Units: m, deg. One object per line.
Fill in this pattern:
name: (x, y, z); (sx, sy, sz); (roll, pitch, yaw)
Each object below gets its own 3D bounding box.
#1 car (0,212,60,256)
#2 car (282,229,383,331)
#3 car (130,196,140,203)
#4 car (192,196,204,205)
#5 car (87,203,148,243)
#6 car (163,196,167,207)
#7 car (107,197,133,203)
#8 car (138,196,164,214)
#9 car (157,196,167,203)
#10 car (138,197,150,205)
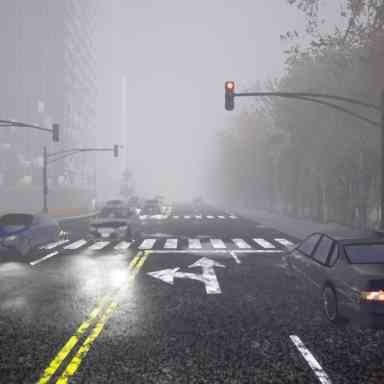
car: (-6.788, 1.537, 13.188); (1.812, 1.442, 4.674); (0, 0, -1)
car: (3.312, 1.506, 6.998); (2.033, 1.411, 5.357); (-2, -2, 3)
car: (-8.062, 1.368, 46.570); (2.097, 1.767, 4.553); (0, 0, -3)
car: (1.008, 1.462, 60.483); (2.128, 1.511, 4.902); (-5, 1, -4)
car: (-3.606, 1.506, 16.077); (2.128, 1.511, 4.902); (0, 0, -2)
car: (-5.184, 1.372, 52.975); (2.097, 1.767, 4.553); (0, 0, -3)
car: (-7.592, 1.514, 33.009); (1.837, 1.490, 4.892); (0, 0, 3)
car: (-4.236, 1.515, 35.149); (1.837, 1.490, 4.892); (0, 0, -3)
car: (-6.234, 1.578, 69.326); (2.033, 1.411, 5.357); (0, 0, -4)
car: (-9.059, 1.592, 62.744); (1.994, 1.385, 4.181); (0, 0, -4)
